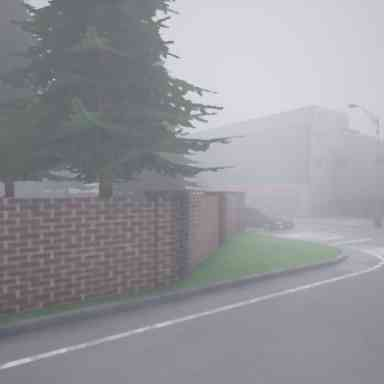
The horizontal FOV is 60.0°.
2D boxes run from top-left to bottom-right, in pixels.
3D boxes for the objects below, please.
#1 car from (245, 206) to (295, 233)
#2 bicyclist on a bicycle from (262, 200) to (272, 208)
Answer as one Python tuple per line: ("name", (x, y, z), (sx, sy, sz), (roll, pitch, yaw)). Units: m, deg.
("car", (4.508, 1.742, 22.043), (1.837, 1.490, 4.892), (0, 0, -35))
("bicyclist on a bicycle", (7.126, 1.569, 31.443), (1.656, 1.620, 0.582), (0, 0, -35))
